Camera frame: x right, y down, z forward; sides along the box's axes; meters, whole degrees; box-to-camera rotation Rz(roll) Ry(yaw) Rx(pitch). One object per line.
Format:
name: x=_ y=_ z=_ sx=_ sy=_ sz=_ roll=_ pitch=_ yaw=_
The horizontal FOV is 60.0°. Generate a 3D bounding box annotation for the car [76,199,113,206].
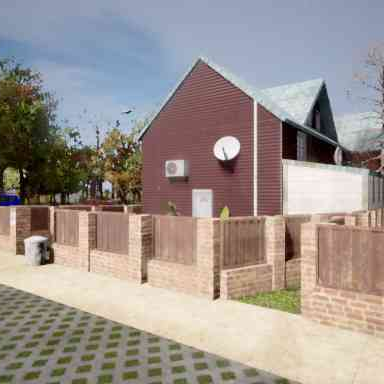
car: x=-10.892 y=1.570 z=36.165 sx=1.882 sy=1.535 sz=5.008 roll=0 pitch=0 yaw=36

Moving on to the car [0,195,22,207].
car: x=-17.062 y=1.279 z=27.528 sx=2.150 sy=2.045 sz=5.566 roll=0 pitch=0 yaw=36
